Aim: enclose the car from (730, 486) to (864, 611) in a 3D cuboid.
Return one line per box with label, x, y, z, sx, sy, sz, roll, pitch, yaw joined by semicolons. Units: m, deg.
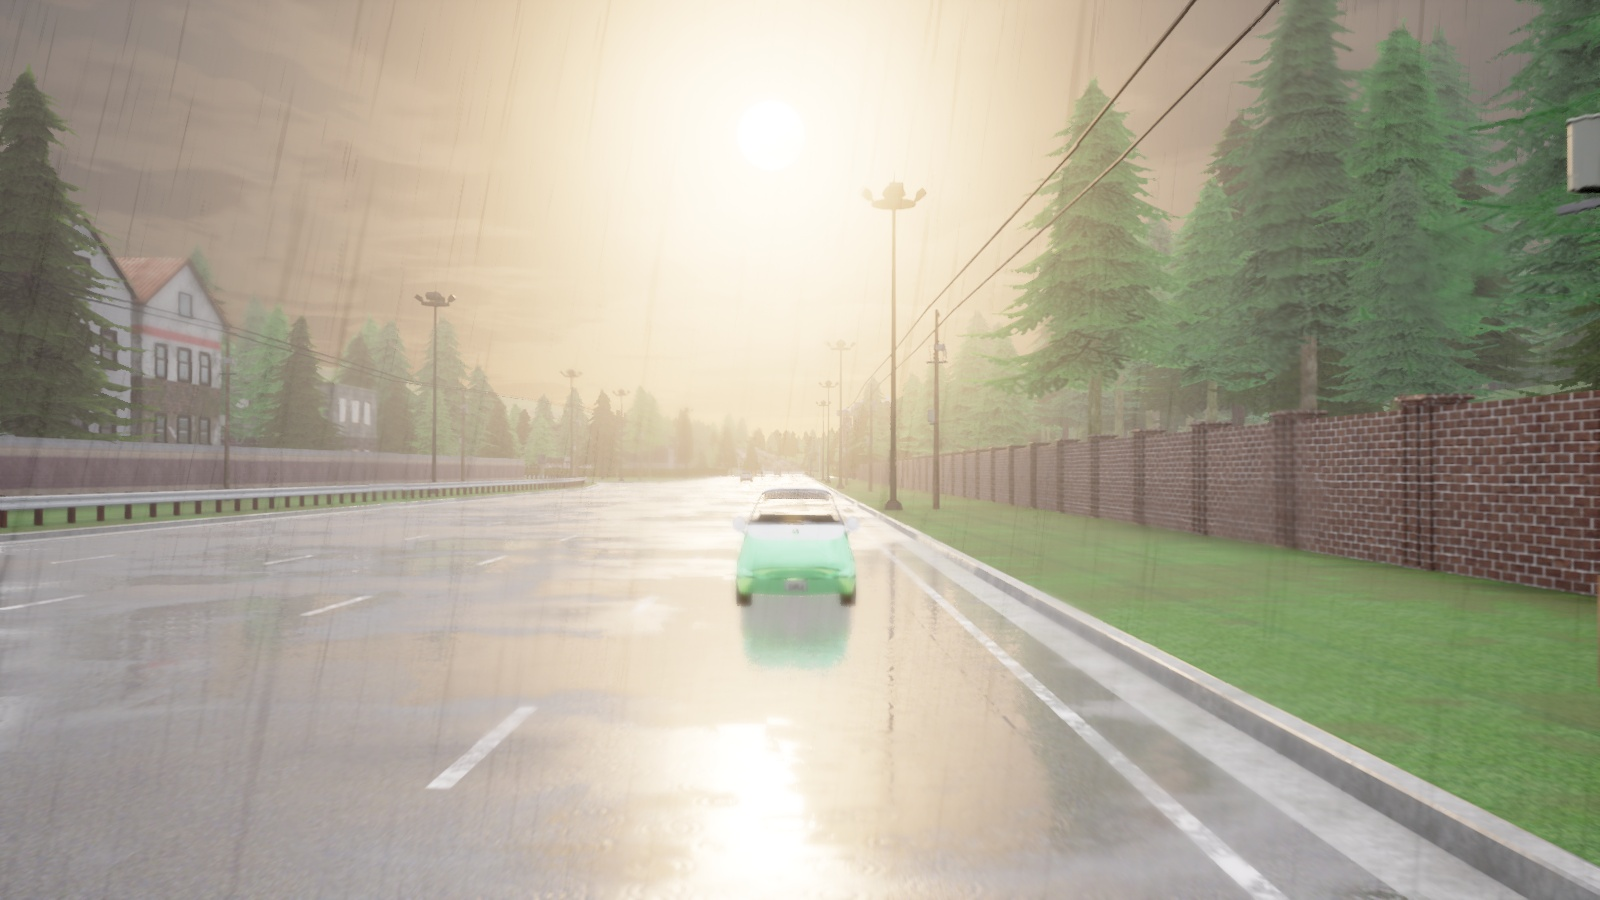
car;-0.036;1.121;15.052;1.481;1.376;2.207;0;-2;0
